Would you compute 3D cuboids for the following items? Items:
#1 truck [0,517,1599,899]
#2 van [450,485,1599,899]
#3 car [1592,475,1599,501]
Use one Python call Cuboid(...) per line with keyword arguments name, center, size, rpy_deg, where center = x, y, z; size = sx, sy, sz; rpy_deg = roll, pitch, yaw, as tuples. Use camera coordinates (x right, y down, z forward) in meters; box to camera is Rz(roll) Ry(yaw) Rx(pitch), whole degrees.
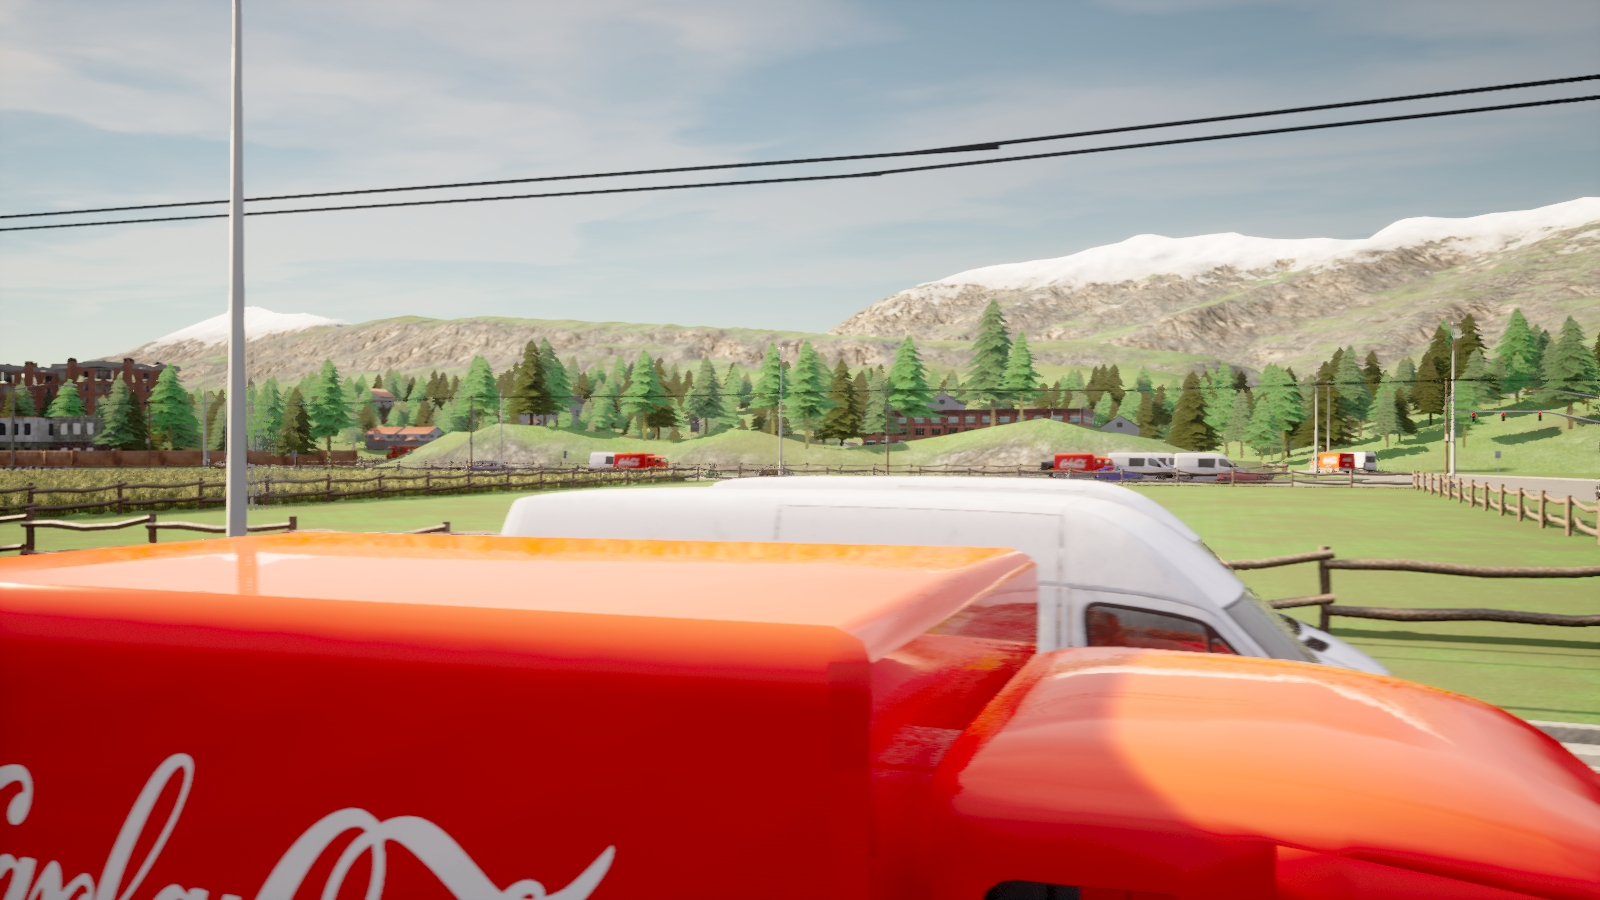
Cuboid(name="truck", center=(-0.240, 1.566, 3.457), size=(5.204, 2.467, 2.627), rpy_deg=(0, 0, 21))
Cuboid(name="van", center=(1.065, 1.534, 6.631), size=(5.915, 2.561, 1.988), rpy_deg=(0, 0, 20))
Cuboid(name="car", center=(45.172, 2.134, 62.567), size=(1.994, 1.385, 4.181), rpy_deg=(0, 0, 20))
